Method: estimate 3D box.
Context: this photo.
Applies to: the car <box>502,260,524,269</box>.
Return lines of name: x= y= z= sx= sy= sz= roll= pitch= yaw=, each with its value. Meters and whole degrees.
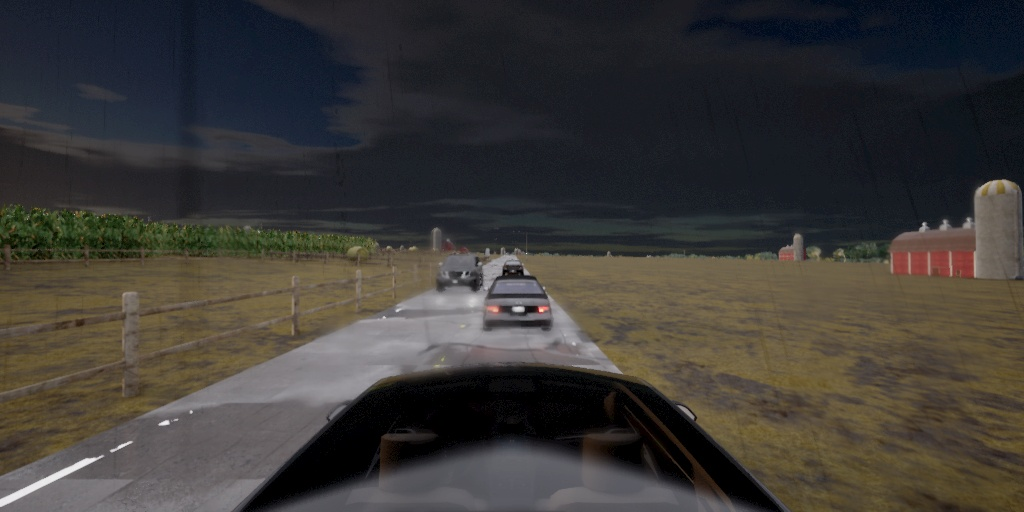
car: x=0.083 y=1.103 z=33.054 sx=1.882 sy=1.535 sz=5.008 roll=0 pitch=0 yaw=0

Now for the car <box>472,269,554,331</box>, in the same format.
car: x=0.112 y=1.281 z=10.838 sx=2.033 sy=1.411 sz=5.357 roll=0 pitch=0 yaw=-1

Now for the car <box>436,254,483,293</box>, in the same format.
car: x=-2.862 y=0.917 z=20.785 sx=2.150 sy=2.045 sz=5.566 roll=0 pitch=0 yaw=0
